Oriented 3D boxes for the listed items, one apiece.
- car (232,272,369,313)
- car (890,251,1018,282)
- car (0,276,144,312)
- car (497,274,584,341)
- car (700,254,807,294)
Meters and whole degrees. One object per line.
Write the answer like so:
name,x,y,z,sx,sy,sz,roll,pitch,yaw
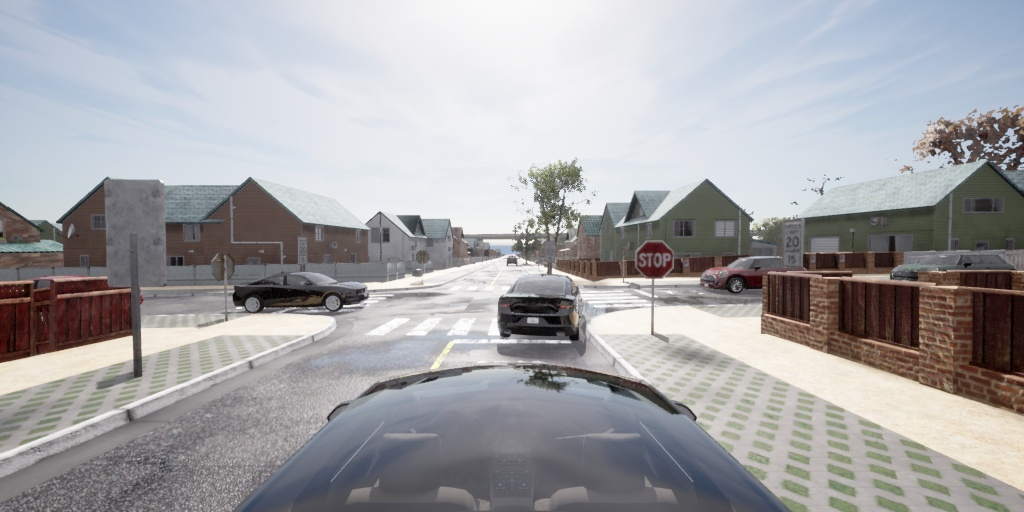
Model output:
car,-8.465,1.377,14.589,5.008,1.535,1.882,-1,2,0
car,21.705,0.646,17.738,4.553,1.767,2.097,-1,2,0
car,-18.018,1.547,14.529,5.008,1.535,1.882,-1,2,0
car,0.960,1.225,10.061,1.882,1.535,5.008,0,0,12
car,11.810,0.821,17.668,4.553,1.767,2.097,-1,2,0
